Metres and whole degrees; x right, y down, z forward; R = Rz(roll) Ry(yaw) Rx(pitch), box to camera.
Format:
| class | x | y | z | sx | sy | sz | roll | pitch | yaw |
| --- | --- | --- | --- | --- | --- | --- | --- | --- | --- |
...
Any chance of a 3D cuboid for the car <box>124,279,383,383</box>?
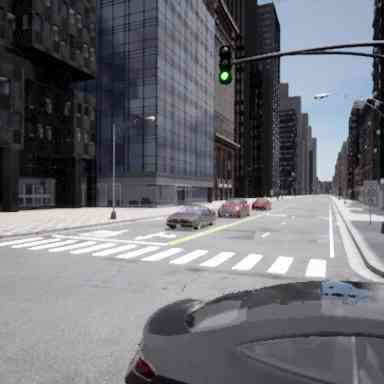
| class | x | y | z | sx | sy | sz | roll | pitch | yaw |
| --- | --- | --- | --- | --- | --- | --- | --- | --- | --- |
| car | 1.693 | 1.524 | 2.554 | 4.674 | 1.442 | 1.812 | 0 | 0 | 23 |

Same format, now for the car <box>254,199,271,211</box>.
| class | x | y | z | sx | sy | sz | roll | pitch | yaw |
| --- | --- | --- | --- | --- | --- | --- | --- | --- | --- |
| car | 9.003 | 1.598 | 43.012 | 1.882 | 1.535 | 5.008 | 0 | 0 | 23 |

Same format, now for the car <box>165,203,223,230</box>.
| class | x | y | z | sx | sy | sz | roll | pitch | yaw |
| --- | --- | --- | --- | --- | --- | --- | --- | --- | --- |
| car | 0.139 | 1.578 | 21.700 | 2.033 | 1.411 | 5.357 | 0 | 0 | 20 |

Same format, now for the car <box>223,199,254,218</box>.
| class | x | y | z | sx | sy | sz | roll | pitch | yaw |
| --- | --- | --- | --- | --- | --- | --- | --- | --- | --- |
| car | 3.914 | 1.421 | 30.735 | 2.097 | 1.767 | 4.553 | 0 | 0 | 23 |
